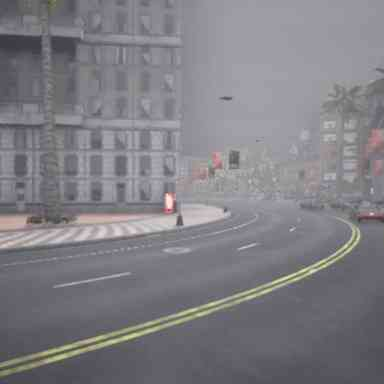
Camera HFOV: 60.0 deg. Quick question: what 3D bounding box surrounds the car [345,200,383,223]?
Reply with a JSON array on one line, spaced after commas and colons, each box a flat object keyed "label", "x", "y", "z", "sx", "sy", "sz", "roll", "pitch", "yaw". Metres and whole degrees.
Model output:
[{"label": "car", "x": 13.905, "y": 1.618, "z": 26.692, "sx": 1.994, "sy": 1.385, "sz": 4.181, "roll": 0, "pitch": 0, "yaw": 16}]

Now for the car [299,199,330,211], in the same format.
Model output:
[{"label": "car", "x": 15.376, "y": 1.588, "z": 42.863, "sx": 2.128, "sy": 1.511, "sz": 4.902, "roll": 0, "pitch": 0, "yaw": -2}]

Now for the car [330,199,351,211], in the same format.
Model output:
[{"label": "car", "x": 18.893, "y": 1.580, "z": 41.721, "sx": 2.128, "sy": 1.511, "sz": 4.902, "roll": 0, "pitch": 0, "yaw": -2}]
